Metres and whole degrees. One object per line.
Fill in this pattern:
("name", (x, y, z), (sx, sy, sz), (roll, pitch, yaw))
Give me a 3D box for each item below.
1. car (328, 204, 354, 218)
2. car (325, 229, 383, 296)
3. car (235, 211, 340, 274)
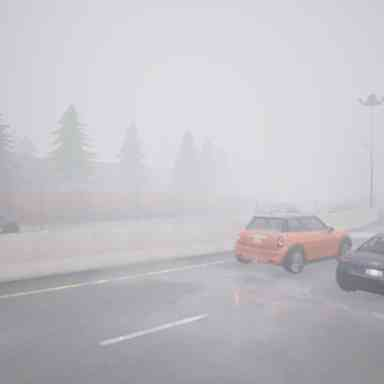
("car", (17.094, 2.123, 38.064), (2.033, 1.411, 5.357), (0, -1, 32))
("car", (5.388, 1.702, 8.318), (4.181, 1.385, 1.994), (1, -1, -40))
("car", (3.582, 1.513, 11.375), (4.553, 1.767, 2.097), (1, -1, -40))
